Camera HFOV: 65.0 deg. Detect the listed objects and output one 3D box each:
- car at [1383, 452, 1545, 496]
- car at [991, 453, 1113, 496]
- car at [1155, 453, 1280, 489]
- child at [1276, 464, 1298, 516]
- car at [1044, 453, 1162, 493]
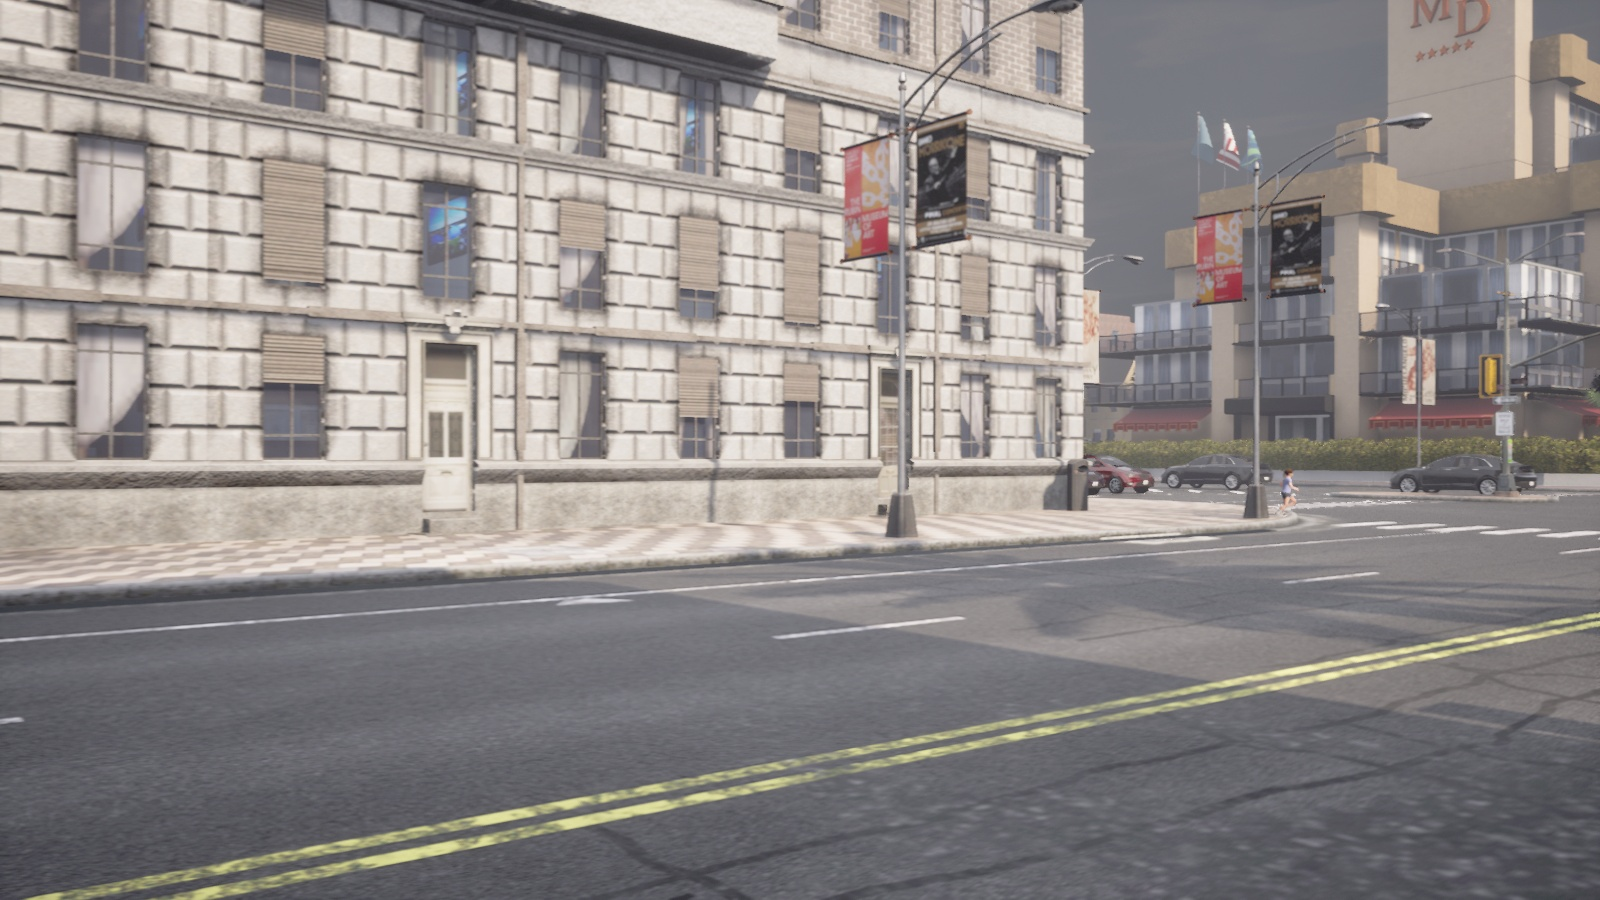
[{"bbox_3d":[23.964,0.823,45.486,1.837,1.490,4.892,0,0,-36],"label":"car"},{"bbox_3d":[9.146,0.868,45.896,1.816,1.474,4.193,0,0,-38],"label":"car"},{"bbox_3d":[17.745,0.861,53.579,1.837,1.490,4.892,0,0,-37],"label":"car"},{"bbox_3d":[10.578,0.861,27.287,0.394,1.110,0.255,0,0,12],"label":"child"},{"bbox_3d":[11.621,0.869,48.420,1.816,1.474,4.193,0,0,-38],"label":"car"}]
